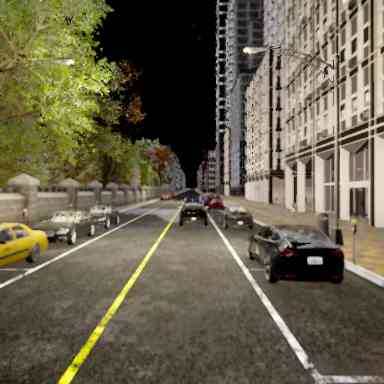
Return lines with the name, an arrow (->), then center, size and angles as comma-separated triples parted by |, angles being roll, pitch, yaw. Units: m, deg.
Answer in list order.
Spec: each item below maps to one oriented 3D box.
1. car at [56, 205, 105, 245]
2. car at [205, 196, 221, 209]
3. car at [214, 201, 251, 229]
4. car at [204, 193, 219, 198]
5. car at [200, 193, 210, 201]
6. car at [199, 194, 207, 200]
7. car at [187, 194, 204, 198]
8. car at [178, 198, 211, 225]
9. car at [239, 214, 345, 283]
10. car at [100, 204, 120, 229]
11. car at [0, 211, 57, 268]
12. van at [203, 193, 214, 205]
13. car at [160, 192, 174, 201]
car -> -5.682, 1.497, 15.080 | 2.008, 1.369, 4.403 | 0, 0, 0
car -> 2.704, 1.435, 37.777 | 1.802, 1.307, 4.206 | 0, 0, 0
car -> 2.700, 1.475, 20.735 | 2.008, 1.369, 4.403 | 0, 0, 0
car -> 2.707, 1.142, 43.459 | 2.192, 1.841, 5.009 | 0, 0, 0
car -> 2.714, 1.118, 71.865 | 1.967, 1.590, 4.097 | 1, 0, 0
car -> 2.715, 1.177, 83.226 | 1.947, 1.339, 4.313 | 1, 0, 0
car -> 0.107, 1.189, 41.655 | 2.097, 1.767, 4.553 | 0, 0, 0
car -> 0.106, 1.420, 23.380 | 1.837, 1.490, 4.892 | 0, 1, 0
car -> 2.698, 1.533, 9.371 | 1.947, 1.339, 4.313 | 0, 0, 0
car -> -5.680, 1.475, 20.764 | 2.008, 1.369, 4.403 | 0, 0, 0
car -> -5.683, 1.493, 9.227 | 1.752, 1.417, 4.829 | 0, 0, 0
van -> 2.711, 1.111, 54.820 | 1.690, 1.788, 3.998 | 1, 0, 0
car -> -5.666, 0.993, 71.907 | 2.192, 1.841, 5.009 | 1, 0, 0
